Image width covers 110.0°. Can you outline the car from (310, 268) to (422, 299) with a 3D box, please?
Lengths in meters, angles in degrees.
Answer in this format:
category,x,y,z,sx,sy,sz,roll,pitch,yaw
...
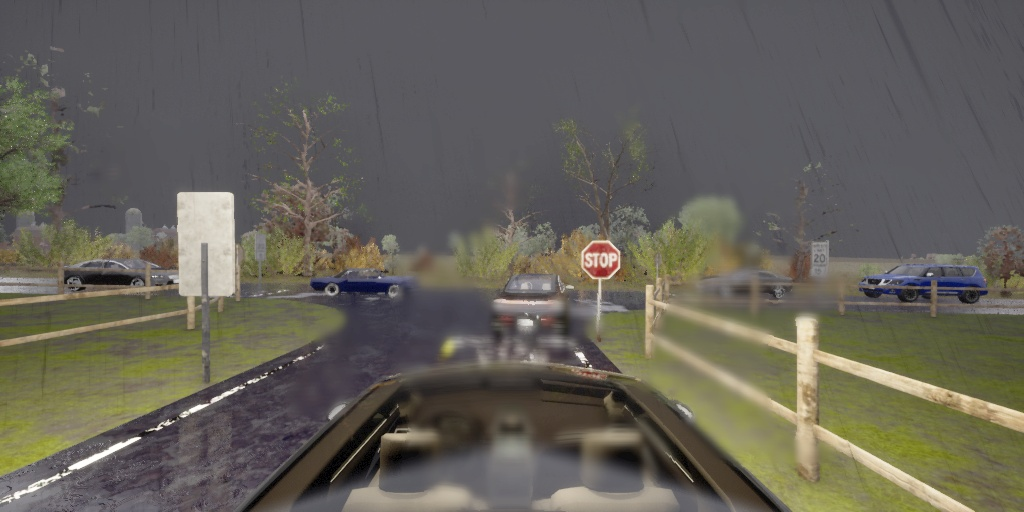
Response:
category,x,y,z,sx,sy,sz,roll,pitch,yaw
car,-6.819,1.249,17.159,4.718,1.301,1.895,1,1,0

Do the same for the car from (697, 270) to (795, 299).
category,x,y,z,sx,sy,sz,roll,pitch,yaw
car,13.007,1.526,20.082,4.902,1.511,2.128,1,1,0

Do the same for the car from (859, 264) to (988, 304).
category,x,y,z,sx,sy,sz,roll,pitch,yaw
car,22.903,1.467,20.069,5.566,2.045,2.150,1,1,0

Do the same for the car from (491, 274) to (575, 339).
category,x,y,z,sx,sy,sz,roll,pitch,yaw
car,0.708,1.240,10.126,2.128,1.511,4.902,0,0,9

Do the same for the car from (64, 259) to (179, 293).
category,x,y,z,sx,sy,sz,roll,pitch,yaw
car,-18.487,0.885,17.178,4.902,1.511,2.128,1,1,0
